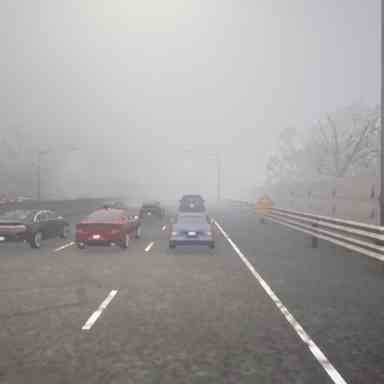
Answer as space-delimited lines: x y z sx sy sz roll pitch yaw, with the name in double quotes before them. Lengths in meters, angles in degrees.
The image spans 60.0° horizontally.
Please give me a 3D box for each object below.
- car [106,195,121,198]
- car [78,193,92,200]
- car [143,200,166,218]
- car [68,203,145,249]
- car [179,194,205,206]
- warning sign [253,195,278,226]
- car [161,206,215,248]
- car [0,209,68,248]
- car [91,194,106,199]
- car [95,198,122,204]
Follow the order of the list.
"car" -17.500 1.483 76.717 2.128 1.511 4.902 0 0 0
"car" -24.501 1.183 76.687 2.150 2.045 5.566 0 0 0
"car" -3.500 1.522 29.651 1.837 1.490 4.892 0 0 0
"car" -3.500 1.488 14.650 1.882 1.535 5.008 0 0 0
"car" -0.001 1.264 29.682 2.150 2.045 5.566 0 0 0
"warning sign" 4.540 1.118 20.560 1.300 1.860 1.060 -1 -1 0
"car" -0.001 1.566 14.650 2.033 1.411 5.357 0 0 0
"car" -7.001 1.498 14.651 2.128 1.511 4.902 0 0 0
"car" -21.000 1.313 76.747 2.097 1.767 4.553 0 0 0
"car" -7.000 1.522 29.651 1.837 1.490 4.892 0 0 0
